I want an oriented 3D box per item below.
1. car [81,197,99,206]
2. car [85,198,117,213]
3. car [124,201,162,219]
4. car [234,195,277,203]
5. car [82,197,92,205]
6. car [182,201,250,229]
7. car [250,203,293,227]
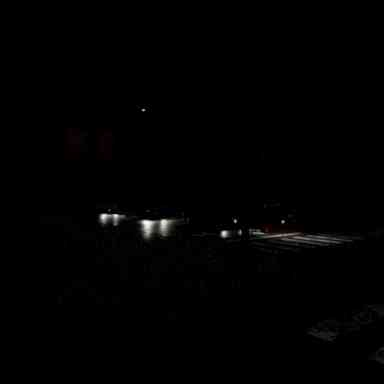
[{"bbox_3d":[-19.196,1.745,62.501,1.837,1.490,4.892,0,-1,-36],"label":"car"},{"bbox_3d":[-10.475,1.740,38.867,1.895,1.301,4.718,0,0,-36],"label":"car"},{"bbox_3d":[-4.575,1.578,30.631,1.882,1.535,5.008,0,0,-35],"label":"car"},{"bbox_3d":[4.933,1.310,28.875,2.150,2.045,5.566,0,0,-36],"label":"car"},{"bbox_3d":[-14.726,1.755,50.699,1.994,1.385,4.181,0,0,-36],"label":"car"},{"bbox_3d":[1.245,1.553,22.519,2.128,1.511,4.902,0,0,-36],"label":"car"},{"bbox_3d":[4.698,1.665,23.624,1.895,1.301,4.718,0,0,-36],"label":"car"}]
